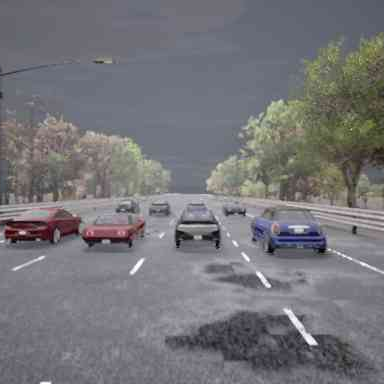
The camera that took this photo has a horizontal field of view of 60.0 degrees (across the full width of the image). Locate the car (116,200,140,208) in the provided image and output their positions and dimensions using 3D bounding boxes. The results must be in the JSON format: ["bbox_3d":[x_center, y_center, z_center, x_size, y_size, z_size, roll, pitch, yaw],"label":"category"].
[{"bbox_3d":[-6.558,1.533,34.057,1.812,1.442,4.674,0,0,1],"label":"car"}]

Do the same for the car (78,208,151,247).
[{"bbox_3d":[-3.254,1.603,14.917,1.895,1.301,4.718,0,0,1],"label":"car"}]

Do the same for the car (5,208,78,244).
[{"bbox_3d":[-6.747,1.478,15.774,1.882,1.535,5.008,0,0,1],"label":"car"}]

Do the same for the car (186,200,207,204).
[{"bbox_3d":[0.429,1.502,32.779,2.128,1.511,4.902,0,0,1],"label":"car"}]

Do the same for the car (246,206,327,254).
[{"bbox_3d":[3.734,1.357,13.671,2.097,1.767,4.553,0,0,1],"label":"car"}]

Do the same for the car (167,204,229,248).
[{"bbox_3d":[0.247,1.495,14.926,2.128,1.511,4.902,0,0,1],"label":"car"}]

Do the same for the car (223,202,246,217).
[{"bbox_3d":[3.918,1.612,31.545,1.895,1.301,4.718,0,0,1],"label":"car"}]

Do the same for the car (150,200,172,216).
[{"bbox_3d":[-3.071,1.500,32.782,2.128,1.511,4.902,0,0,1],"label":"car"}]
